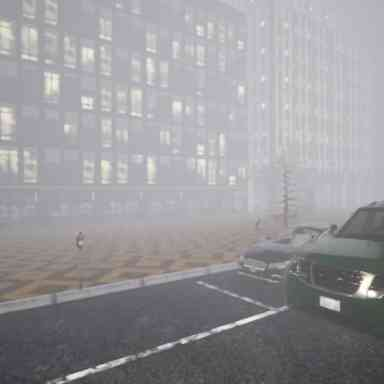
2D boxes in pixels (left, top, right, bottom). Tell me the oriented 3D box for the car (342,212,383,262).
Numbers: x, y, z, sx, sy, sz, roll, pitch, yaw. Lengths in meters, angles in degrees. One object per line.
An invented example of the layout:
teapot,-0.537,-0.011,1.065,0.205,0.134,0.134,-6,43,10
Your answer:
car,7.636,1.513,12.136,4.403,1.369,2.008,0,0,-36

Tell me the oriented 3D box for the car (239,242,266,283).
car,3.168,1.536,8.889,4.403,1.369,2.008,0,0,-36

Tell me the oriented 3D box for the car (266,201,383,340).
car,4.162,1.202,6.284,5.566,2.045,2.150,0,0,-36
